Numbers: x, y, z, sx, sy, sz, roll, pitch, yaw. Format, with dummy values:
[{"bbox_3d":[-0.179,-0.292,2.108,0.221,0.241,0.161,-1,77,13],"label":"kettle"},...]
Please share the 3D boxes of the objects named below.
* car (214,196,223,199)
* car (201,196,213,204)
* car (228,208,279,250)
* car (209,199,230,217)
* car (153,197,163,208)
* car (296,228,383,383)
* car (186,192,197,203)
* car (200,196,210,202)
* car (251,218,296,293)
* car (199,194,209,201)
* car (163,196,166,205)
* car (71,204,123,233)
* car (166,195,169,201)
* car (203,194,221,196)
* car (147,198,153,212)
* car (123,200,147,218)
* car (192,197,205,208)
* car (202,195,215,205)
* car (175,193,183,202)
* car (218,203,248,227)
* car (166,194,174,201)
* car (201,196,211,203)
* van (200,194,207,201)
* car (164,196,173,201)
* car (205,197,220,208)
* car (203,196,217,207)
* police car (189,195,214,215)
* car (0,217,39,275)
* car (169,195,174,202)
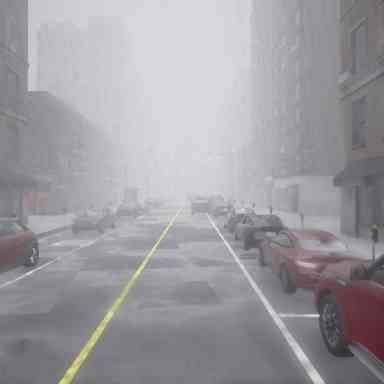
[{"bbox_3d":[2.859,1.520,36.315,1.752,1.417,4.829,0,0,0],"label":"car"},{"bbox_3d":[2.859,1.538,63.763,2.008,1.369,4.403,0,0,0],"label":"car"},{"bbox_3d":[2.858,1.565,14.050,1.947,1.339,4.313,0,0,0],"label":"car"},{"bbox_3d":[2.859,1.562,30.621,1.947,1.339,4.313,0,0,0],"label":"car"},{"bbox_3d":[-5.667,1.536,47.177,1.887,1.381,4.507,0,0,0],"label":"car"},{"bbox_3d":[2.859,1.314,3.003,2.192,1.841,5.009,0,0,0],"label":"car"},{"bbox_3d":[0.000,1.050,71.065,2.150,2.045,5.566,0,0,0],"label":"car"},{"bbox_3d":[2.859,1.550,74.810,1.947,1.339,4.313,0,0,0],"label":"car"},{"bbox_3d":[2.858,1.581,8.526,1.802,1.307,4.206,0,0,0],"label":"car"},{"bbox_3d":[2.859,1.297,80.334,2.192,1.841,5.009,0,0,0],"label":"car"},{"bbox_3d":[-5.667,1.556,52.702,1.947,1.339,4.313,0,0,0],"label":"car"},{"bbox_3d":[-5.667,1.549,19.551,2.008,1.369,4.403,0,0,0],"label":"car"},{"bbox_3d":[-5.667,1.554,58.227,1.947,1.339,4.313,0,0,0],"label":"car"},{"bbox_3d":[2.859,1.309,41.668,2.192,1.841,5.009,0,0,0],"label":"car"},{"bbox_3d":[-5.668,1.577,36.127,1.802,1.307,4.206,0,0,0],"label":"car"},{"bbox_3d":[-5.667,1.541,30.602,1.887,1.381,4.507,0,0,0],"label":"car"},{"bbox_3d":[0.900,1.504,50.525,1.837,1.490,4.892,0,0,0],"label":"car"},{"bbox_3d":[2.858,1.429,58.239,1.967,1.590,4.097,0,0,0],"label":"car"},{"bbox_3d":[-3.001,1.451,76.703,1.812,1.442,4.674,0,0,0],"label":"car"},{"bbox_3d":[2.859,1.549,19.574,2.008,1.369,4.403,0,0,0],"label":"car"},{"bbox_3d":[-5.667,1.421,85.852,1.967,1.590,4.097,0,0,0],"label":"car"},{"bbox_3d":[2.859,1.536,69.286,2.008,1.369,4.403,0,0,0],"label":"car"},{"bbox_3d":[2.859,1.322,85.857,1.690,1.788,3.998,0,0,0],"label":"van"},{"bbox_3d":[-5.667,1.548,80.327,1.947,1.339,4.313,0,0,0],"label":"car"},{"bbox_3d":[2.858,1.517,47.362,1.752,1.417,4.829,0,0,0],"label":"car"},{"bbox_3d":[2.858,1.430,52.716,1.967,1.590,4.097,0,0,0],"label":"car"},{"bbox_3d":[0.900,1.421,34.635,1.930,1.638,5.238,0,0,0],"label":"police car"},{"bbox_3d":[-5.668,1.439,8.501,1.967,1.590,4.097,0,0,0],"label":"car"},{"bbox_3d":[-5.667,1.566,74.802,1.802,1.307,4.206,0,0,0],"label":"car"}]
